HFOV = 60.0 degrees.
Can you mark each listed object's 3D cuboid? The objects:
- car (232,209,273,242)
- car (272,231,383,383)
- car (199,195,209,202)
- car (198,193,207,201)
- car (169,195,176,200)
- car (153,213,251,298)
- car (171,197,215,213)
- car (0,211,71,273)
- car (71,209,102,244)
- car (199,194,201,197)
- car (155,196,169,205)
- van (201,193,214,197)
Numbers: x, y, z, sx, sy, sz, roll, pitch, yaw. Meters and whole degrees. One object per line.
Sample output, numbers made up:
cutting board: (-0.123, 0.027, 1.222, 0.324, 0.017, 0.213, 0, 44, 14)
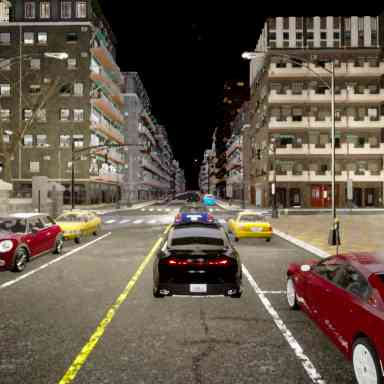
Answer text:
car: (2.716, 1.527, 16.277, 1.752, 1.417, 4.829, 1, 0, 0)
car: (2.705, 1.546, 4.874, 1.887, 1.381, 4.507, 1, 0, 0)
car: (2.780, 1.503, 76.784, 2.008, 1.369, 4.403, 1, 0, 0)
car: (2.795, 1.249, 88.126, 2.192, 1.841, 5.009, 1, 0, 0)
car: (-5.588, 1.516, 88.192, 1.802, 1.307, 4.206, 1, 0, 0)
car: (0.112, 1.506, 8.497, 1.837, 1.490, 4.892, 0, 0, 0)
car: (0.140, 1.354, 18.757, 2.097, 1.767, 4.553, 0, 0, 1)
car: (-5.669, 1.442, 10.519, 1.967, 1.590, 4.097, 1, 0, 0)
car: (-5.664, 1.527, 15.963, 1.752, 1.417, 4.829, 1, 0, 0)
car: (2.762, 1.519, 59.772, 1.887, 1.381, 4.507, 1, 0, 0)
car: (-5.618, 1.556, 59.837, 1.802, 1.307, 4.206, 1, 0, 0)
van: (2.759, 1.321, 54.100, 1.690, 1.788, 3.998, 1, 0, 0)
